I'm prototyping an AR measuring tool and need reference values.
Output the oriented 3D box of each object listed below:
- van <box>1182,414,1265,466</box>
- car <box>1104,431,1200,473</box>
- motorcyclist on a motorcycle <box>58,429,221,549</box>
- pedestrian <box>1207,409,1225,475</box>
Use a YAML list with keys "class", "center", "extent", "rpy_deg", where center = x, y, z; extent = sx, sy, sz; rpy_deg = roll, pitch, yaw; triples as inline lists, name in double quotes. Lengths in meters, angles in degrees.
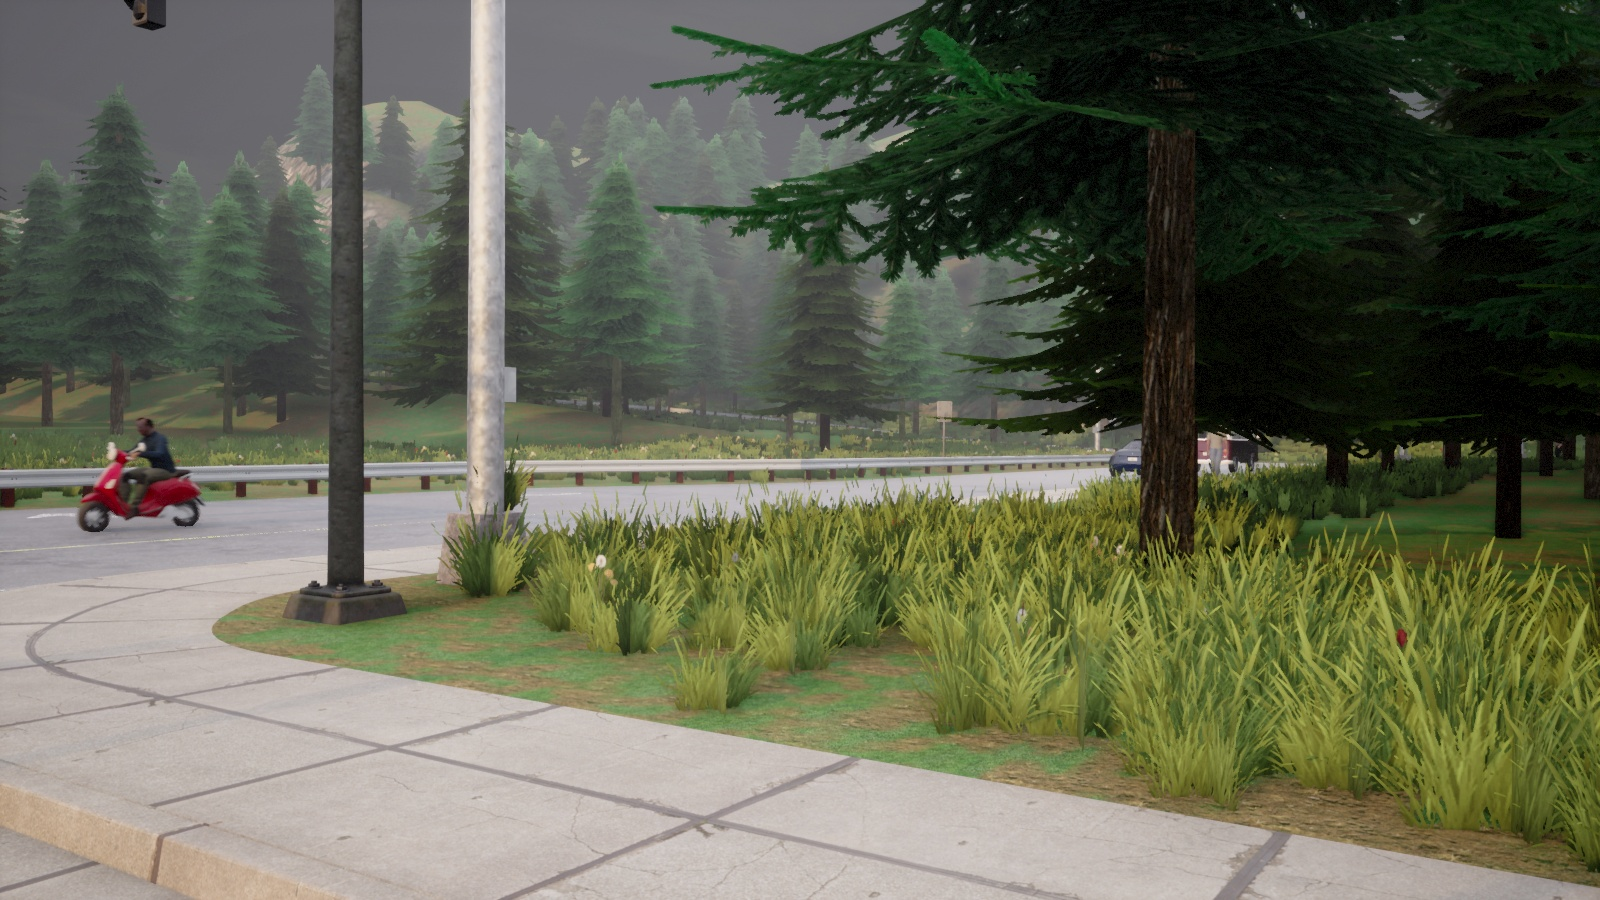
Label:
- class: "van"
  center: [17.456, -0.436, 51.694]
  extent: [2.069, 2.038, 4.480]
  rpy_deg: [0, 1, 35]
- class: "car"
  center: [12.544, 0.046, 44.617]
  extent: [1.994, 1.385, 4.181]
  rpy_deg: [0, 1, 35]
- class: "motorcyclist on a motorcycle"
  center: [-9.229, 0.501, 17.609]
  extent: [0.866, 1.590, 1.817]
  rpy_deg: [0, 1, 33]
- class: "pedestrian"
  center: [11.732, -0.223, 35.412]
  extent: [0.354, 1.836, 0.706]
  rpy_deg: [0, 1, 28]
